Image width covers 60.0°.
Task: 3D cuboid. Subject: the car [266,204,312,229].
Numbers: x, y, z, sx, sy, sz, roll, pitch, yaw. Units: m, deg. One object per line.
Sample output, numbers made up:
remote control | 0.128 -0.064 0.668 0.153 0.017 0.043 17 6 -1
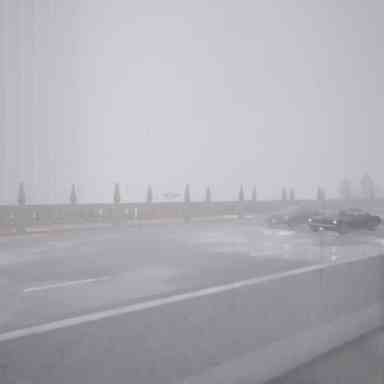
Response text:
car | 6.948 1.536 21.844 4.674 1.442 1.812 0 0 -35

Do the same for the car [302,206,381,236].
car | 8.576 1.610 18.707 4.718 1.301 1.895 0 0 -35
